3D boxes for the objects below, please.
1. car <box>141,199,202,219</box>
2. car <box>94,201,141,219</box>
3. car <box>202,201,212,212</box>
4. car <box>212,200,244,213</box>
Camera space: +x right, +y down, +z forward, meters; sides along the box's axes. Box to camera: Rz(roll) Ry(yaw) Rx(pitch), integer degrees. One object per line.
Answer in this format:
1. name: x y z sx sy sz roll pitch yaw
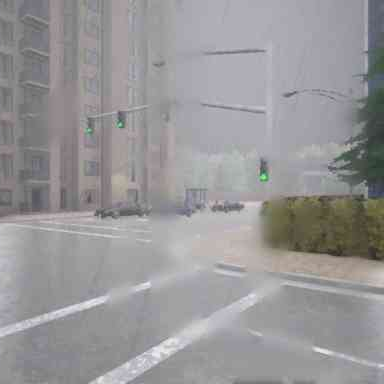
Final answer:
1. car: -1.677 1.547 29.435 2.033 1.411 5.357 0 0 36
2. car: -6.012 1.547 29.424 2.033 1.411 5.357 0 0 36
3. car: -0.329 1.492 37.228 2.128 1.511 4.902 0 0 36
4. car: 3.970 1.601 37.183 1.895 1.301 4.718 0 0 36
